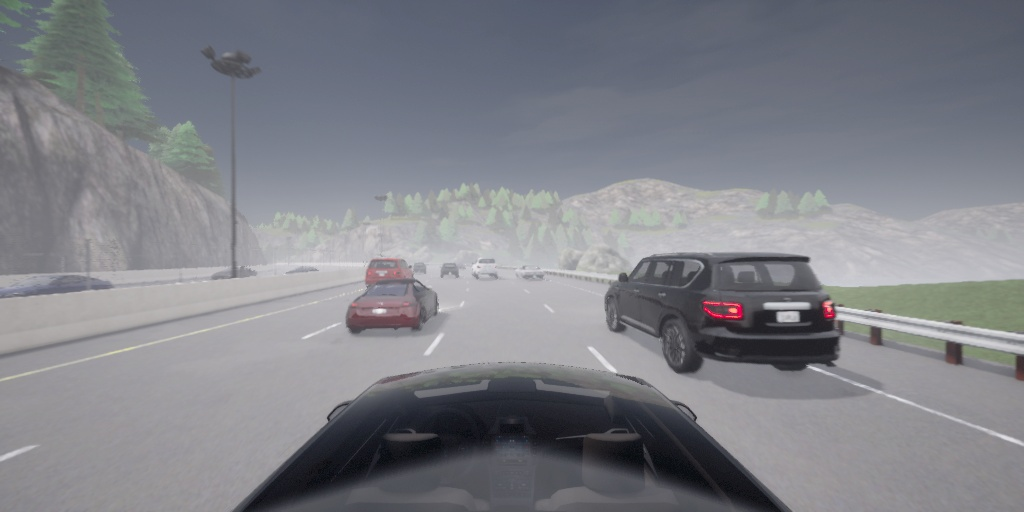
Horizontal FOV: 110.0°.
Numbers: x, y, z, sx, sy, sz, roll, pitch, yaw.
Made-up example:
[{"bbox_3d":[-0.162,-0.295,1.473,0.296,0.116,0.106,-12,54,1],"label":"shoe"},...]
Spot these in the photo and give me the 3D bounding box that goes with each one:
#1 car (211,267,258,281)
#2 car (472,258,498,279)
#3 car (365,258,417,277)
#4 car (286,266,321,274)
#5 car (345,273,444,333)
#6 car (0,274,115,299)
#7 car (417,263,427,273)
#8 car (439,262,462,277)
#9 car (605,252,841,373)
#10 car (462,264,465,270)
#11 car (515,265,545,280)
[{"bbox_3d":[-27.883,1.804,36.249,2.033,1.411,5.357,-1,0,-12],"label":"car"},{"bbox_3d":[-2.763,1.182,35.967,2.150,2.045,5.566,0,0,-11],"label":"car"},{"bbox_3d":[-7.775,1.174,23.067,2.150,2.045,5.566,0,0,-8],"label":"car"},{"bbox_3d":[-20.708,1.719,35.864,2.033,1.411,5.357,-1,0,-10],"label":"car"},{"bbox_3d":[-3.530,1.405,11.237,1.994,1.385,4.181,-1,0,-3],"label":"car"},{"bbox_3d":[-21.752,1.611,17.011,1.812,1.442,4.674,-1,0,-5],"label":"car"},{"bbox_3d":[-12.827,1.655,49.579,1.837,1.490,4.892,1,-1,-16],"label":"car"},{"bbox_3d":[-6.924,1.534,39.517,1.837,1.490,4.892,1,-1,-12],"label":"car"},{"bbox_3d":[3.756,0.959,7.709,2.150,2.045,5.566,0,0,-3],"label":"car"},{"bbox_3d":[-9.538,1.729,62.954,2.033,1.411,5.357,-1,0,-20],"label":"car"},{"bbox_3d":[1.579,1.499,33.612,1.895,1.301,4.718,-1,0,-10],"label":"car"}]
